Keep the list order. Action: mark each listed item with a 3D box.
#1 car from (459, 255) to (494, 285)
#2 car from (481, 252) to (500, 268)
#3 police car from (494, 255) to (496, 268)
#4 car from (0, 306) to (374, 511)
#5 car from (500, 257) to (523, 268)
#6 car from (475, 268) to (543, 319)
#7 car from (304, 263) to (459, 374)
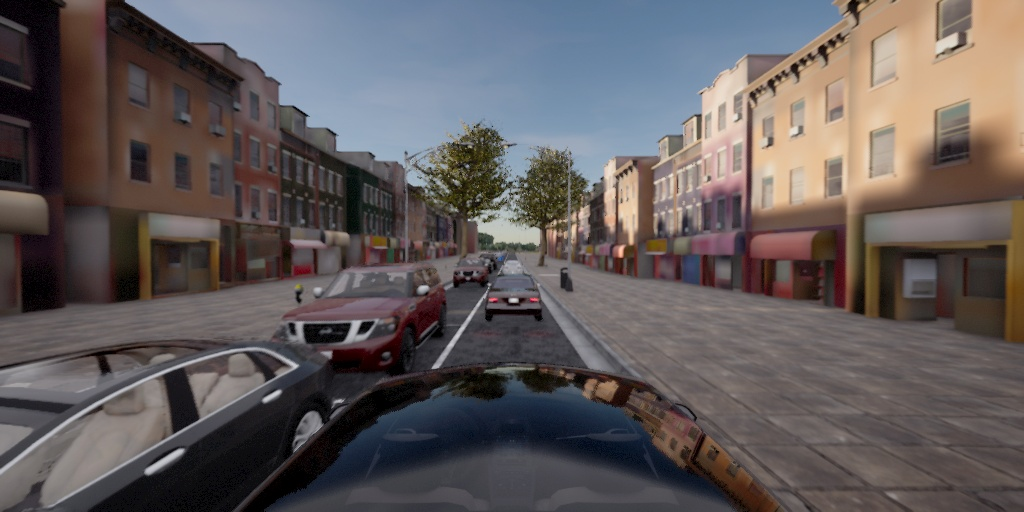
[{"bbox_3d":[-2.650,1.031,24.179,2.192,1.841,5.009,0,0,0],"label":"car"},{"bbox_3d":[-3.004,0.676,45.170,2.150,2.045,5.566,0,1,0],"label":"car"},{"bbox_3d":[-3.028,0.977,38.254,1.930,1.638,5.238,0,1,0],"label":"police car"},{"bbox_3d":[-2.639,1.303,1.981,2.007,1.370,4.403,0,0,0],"label":"car"},{"bbox_3d":[0.075,1.145,33.450,1.812,1.442,4.674,0,1,0],"label":"car"},{"bbox_3d":[0.064,1.316,12.804,2.033,1.411,5.357,0,0,0],"label":"car"},{"bbox_3d":[-2.642,1.085,7.535,2.192,1.841,5.009,0,0,0],"label":"car"}]
